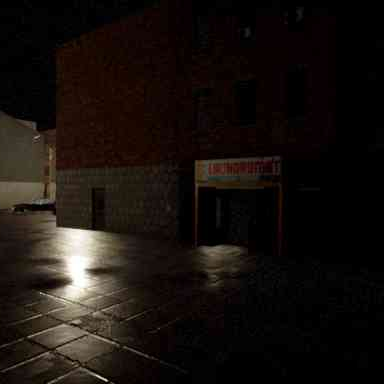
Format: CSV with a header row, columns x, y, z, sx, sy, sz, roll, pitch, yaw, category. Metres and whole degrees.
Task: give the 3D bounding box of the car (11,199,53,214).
x,y,z,sx,sy,sz,roll,pitch,yaw,category
-16.582,1.518,35.420,2.128,1.511,4.902,0,0,36,car
